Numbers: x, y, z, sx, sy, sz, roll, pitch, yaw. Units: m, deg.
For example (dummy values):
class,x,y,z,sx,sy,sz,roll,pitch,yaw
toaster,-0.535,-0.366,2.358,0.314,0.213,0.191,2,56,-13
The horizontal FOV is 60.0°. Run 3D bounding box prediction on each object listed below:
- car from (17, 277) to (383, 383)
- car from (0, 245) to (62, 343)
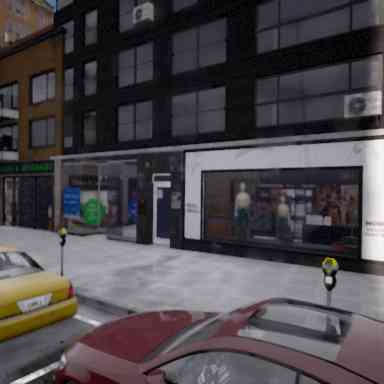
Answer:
class,x,y,z,sx,sy,sz,roll,pitch,yaw
car,0.622,1.579,2.634,4.206,1.307,1.802,0,1,36
car,-4.064,1.505,5.977,4.829,1.417,1.752,0,1,36
